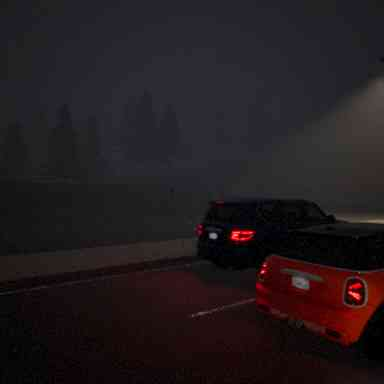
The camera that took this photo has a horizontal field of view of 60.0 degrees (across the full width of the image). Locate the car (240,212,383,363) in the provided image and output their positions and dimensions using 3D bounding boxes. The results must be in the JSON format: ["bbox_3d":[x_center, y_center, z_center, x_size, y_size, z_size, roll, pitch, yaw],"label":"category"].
[{"bbox_3d":[3.323,1.353,6.120,4.553,1.767,2.097,0,0,-35],"label":"car"}]

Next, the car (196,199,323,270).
[{"bbox_3d":[2.714,1.219,9.981,5.566,2.045,2.150,0,0,-35],"label":"car"}]
